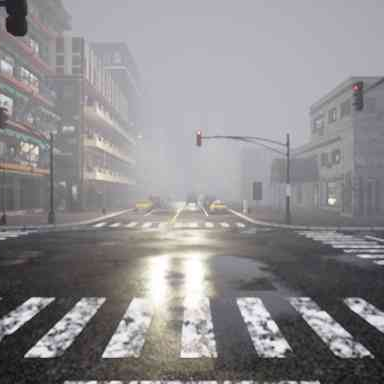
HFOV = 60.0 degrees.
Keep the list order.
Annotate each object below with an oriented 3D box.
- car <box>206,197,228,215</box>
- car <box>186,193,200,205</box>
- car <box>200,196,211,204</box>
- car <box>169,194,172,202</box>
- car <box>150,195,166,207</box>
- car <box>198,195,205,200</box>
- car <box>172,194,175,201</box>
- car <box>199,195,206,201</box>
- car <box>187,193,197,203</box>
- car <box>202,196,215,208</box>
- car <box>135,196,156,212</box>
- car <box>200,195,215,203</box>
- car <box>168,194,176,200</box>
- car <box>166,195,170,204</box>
[{"bbox_3d":[2.700,1.547,34.267,1.752,1.417,4.829,0,0,0],"label":"car"},{"bbox_3d":[0.013,1.408,60.874,2.097,1.767,4.553,0,0,0],"label":"car"},{"bbox_3d":[2.707,1.618,67.332,2.008,1.369,4.403,0,0,0],"label":"car"},{"bbox_3d":[-5.673,1.593,67.163,1.752,1.417,4.829,0,0,0],"label":"car"},{"bbox_3d":[-5.676,1.356,50.716,2.192,1.841,5.009,0,0,0],"label":"car"},{"bbox_3d":[2.712,1.678,95.028,2.008,1.369,4.403,0,0,0],"label":"car"},{"bbox_3d":[-5.671,1.635,78.413,1.887,1.381,4.507,0,0,0],"label":"car"},{"bbox_3d":[2.711,1.640,89.659,1.752,1.417,4.829,0,0,0],"label":"car"},{"bbox_3d":[0.016,1.189,70.937,2.150,2.045,5.566,0,0,0],"label":"car"},{"bbox_3d":[2.702,1.615,45.176,1.802,1.307,4.206,0,0,0],"label":"car"},{"bbox_3d":[-5.679,1.553,39.467,1.752,1.417,4.829,0,0,0],"label":"car"},{"bbox_3d":[2.705,1.356,50.715,2.192,1.841,5.009,0,0,0],"label":"car"},{"bbox_3d":[-5.667,1.443,95.031,2.192,1.841,5.009,0,0,0],"label":"car"},{"bbox_3d":[-5.675,1.609,61.794,2.008,1.369,4.403,0,0,0],"label":"car"}]
